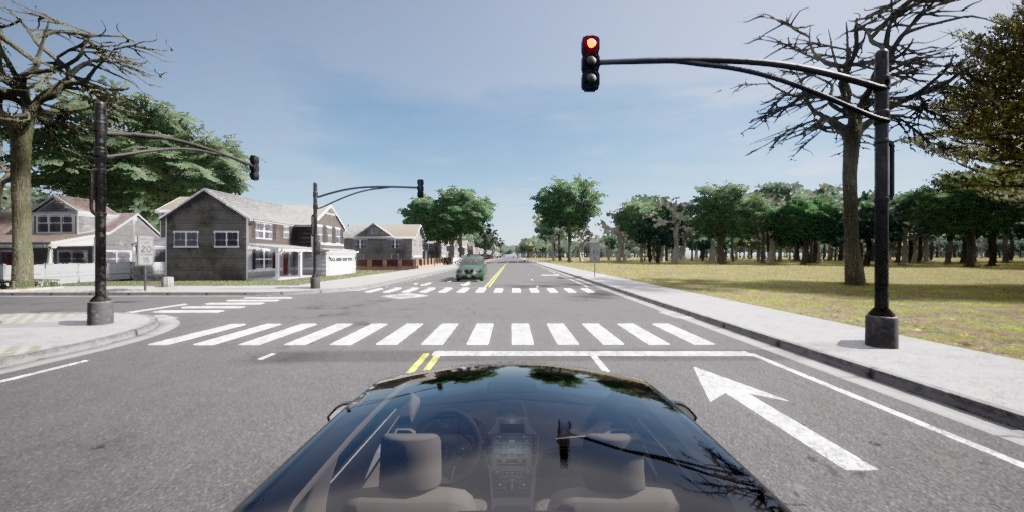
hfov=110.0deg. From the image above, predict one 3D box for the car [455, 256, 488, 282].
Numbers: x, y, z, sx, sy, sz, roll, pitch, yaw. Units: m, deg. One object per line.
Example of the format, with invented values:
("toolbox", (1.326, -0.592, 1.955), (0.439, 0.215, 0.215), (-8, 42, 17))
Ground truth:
("car", (-3.205, 1.076, 29.384), (2.150, 2.045, 5.566), (0, 1, 0))
